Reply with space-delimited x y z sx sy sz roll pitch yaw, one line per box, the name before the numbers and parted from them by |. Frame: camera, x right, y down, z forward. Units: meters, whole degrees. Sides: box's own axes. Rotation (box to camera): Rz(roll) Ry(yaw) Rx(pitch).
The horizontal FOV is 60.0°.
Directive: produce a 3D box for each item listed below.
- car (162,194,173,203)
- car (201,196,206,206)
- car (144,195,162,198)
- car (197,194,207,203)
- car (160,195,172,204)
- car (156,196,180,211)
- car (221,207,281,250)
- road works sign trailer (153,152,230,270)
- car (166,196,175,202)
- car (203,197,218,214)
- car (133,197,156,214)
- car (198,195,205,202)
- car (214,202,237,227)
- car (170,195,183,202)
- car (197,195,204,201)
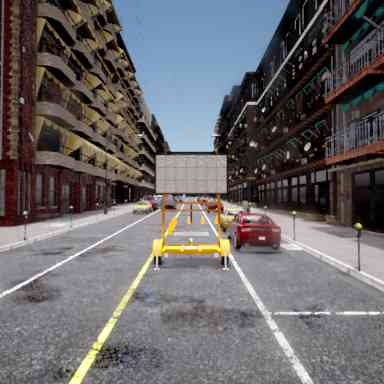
car | -5.442 1.518 75.248 2.192 1.841 5.009 1 0 0
car | 2.500 1.629 42.020 2.008 1.369 4.403 1 0 0
car | -5.374 1.394 42.067 2.192 1.841 5.009 2 0 0
car | 2.392 1.544 80.736 2.192 1.841 5.009 1 0 0
car | -5.431 1.494 69.719 2.192 1.841 5.009 1 0 0
car | -2.932 1.625 41.526 2.033 1.411 5.357 0 0 0
car | 2.557 1.561 14.366 1.887 1.381 4.507 1 0 0
road works sign trailer | -0.022 0.475 11.027 2.380 3.560 2.880 0 0 0
car | -5.471 1.822 86.310 1.947 1.339 4.313 1 0 0
car | 2.512 1.609 36.488 1.887 1.381 4.507 1 0 0
car | -5.368 1.589 36.365 1.752 1.417 4.829 2 0 0
car | 2.467 1.678 58.612 1.887 1.381 4.507 1 0 0
car | 2.546 1.551 20.068 1.752 1.417 4.829 1 0 0
car | -2.891 1.670 69.749 2.128 1.511 4.902 0 0 0
car | 2.366 1.726 91.799 1.967 1.590 4.097 1 0 0
